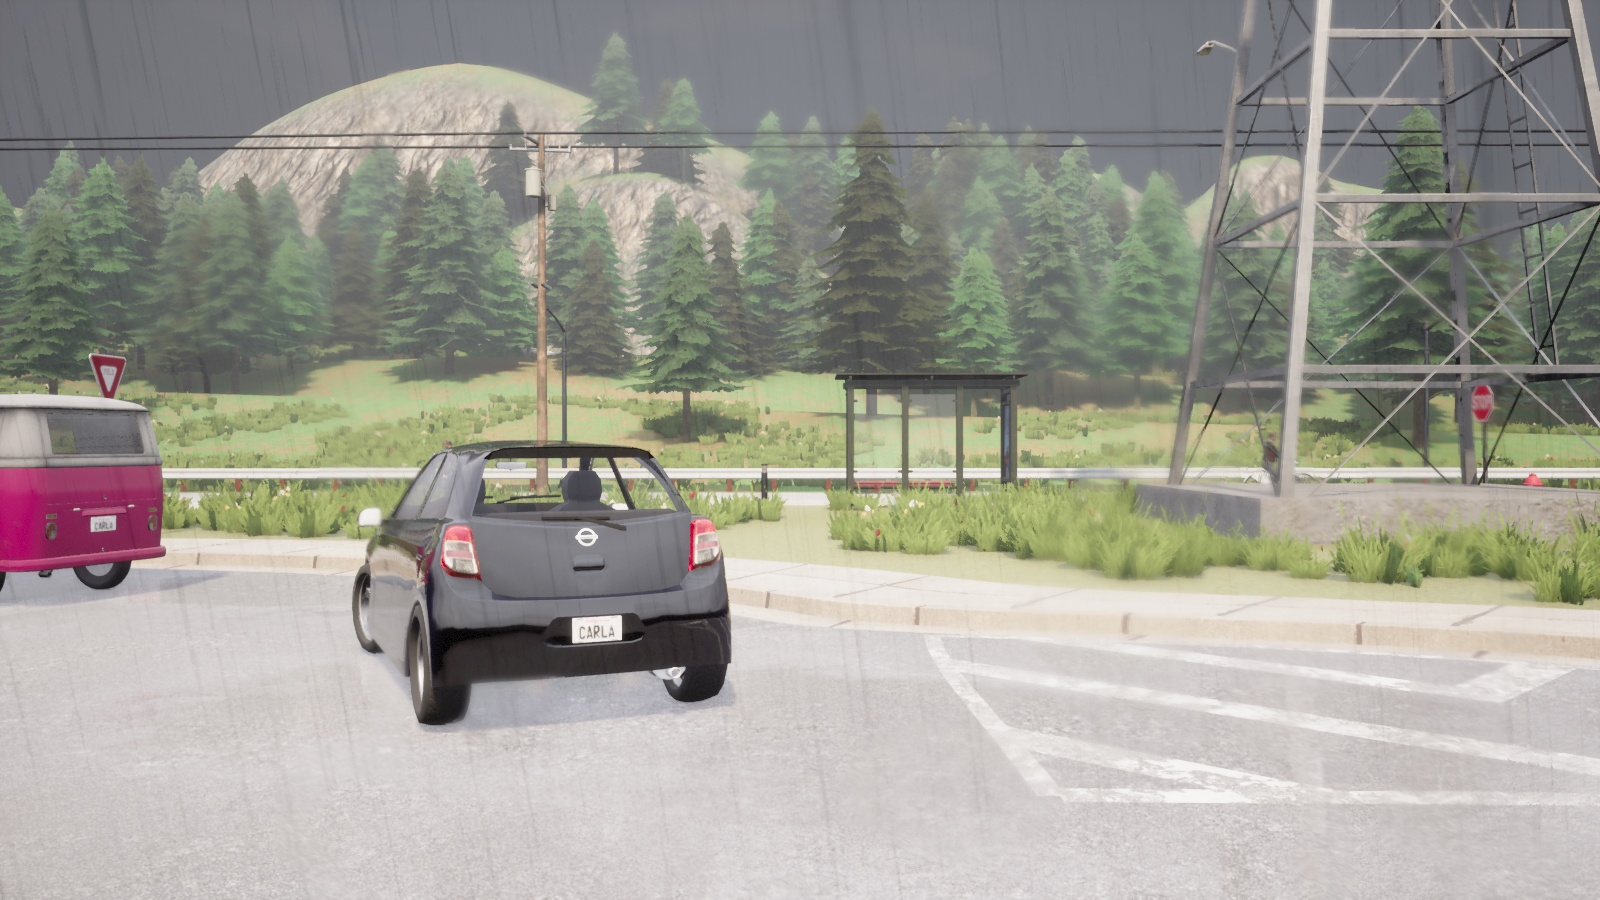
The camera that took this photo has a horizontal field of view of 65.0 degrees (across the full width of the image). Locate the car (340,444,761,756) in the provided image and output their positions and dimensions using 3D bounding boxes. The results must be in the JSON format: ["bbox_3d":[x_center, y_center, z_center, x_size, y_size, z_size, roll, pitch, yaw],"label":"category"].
[{"bbox_3d":[-1.817,0.713,8.088,1.845,1.501,3.633,0,0,-25],"label":"car"}]

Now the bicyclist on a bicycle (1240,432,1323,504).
[{"bbox_3d":[12.133,0.448,31.649,1.843,1.776,0.659,0,0,1],"label":"bicyclist on a bicycle"}]

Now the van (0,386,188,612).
[{"bbox_3d":[-8.610,0.422,12.534,4.442,1.987,1.775,0,0,16],"label":"van"}]
